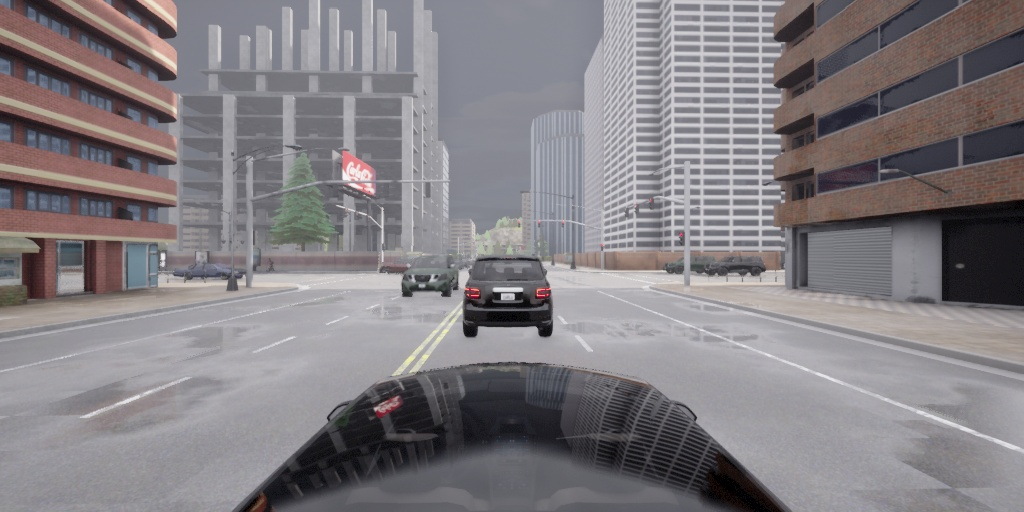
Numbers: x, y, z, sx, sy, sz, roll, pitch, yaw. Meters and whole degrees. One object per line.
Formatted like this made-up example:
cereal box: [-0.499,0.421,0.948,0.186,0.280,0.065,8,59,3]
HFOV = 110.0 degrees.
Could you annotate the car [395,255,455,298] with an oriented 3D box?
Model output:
car: [-4.072,0.970,18.682,2.150,2.045,5.566,0,0,-2]

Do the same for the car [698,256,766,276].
car: [22.015,0.971,35.561,5.566,2.045,2.150,0,0,-2]

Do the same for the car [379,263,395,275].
car: [-11.699,1.102,38.205,4.553,1.767,2.097,0,0,-1]

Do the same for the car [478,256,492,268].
car: [-4.797,0.971,64.768,2.150,2.045,5.566,0,0,-1]

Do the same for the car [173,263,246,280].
car: [-25.608,1.297,30.650,5.357,1.411,2.033,0,0,-1]

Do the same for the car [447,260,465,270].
car: [-8.086,1.314,52.192,1.994,1.385,4.181,0,0,-1]

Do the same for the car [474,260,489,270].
car: [-4.635,1.351,54.727,1.895,1.301,4.718,0,0,-1]

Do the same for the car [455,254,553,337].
car: [-0.116,0.971,10.421,2.150,2.045,5.566,0,0,-1]

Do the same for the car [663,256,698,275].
car: [19.406,0.972,38.992,5.566,2.045,2.150,0,0,-1]

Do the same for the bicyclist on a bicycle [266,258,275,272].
bicyclist on a bicycle: [-28.682,1.051,42.559,0.582,1.620,1.656,0,0,-1]
